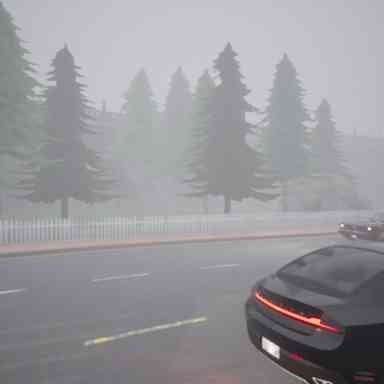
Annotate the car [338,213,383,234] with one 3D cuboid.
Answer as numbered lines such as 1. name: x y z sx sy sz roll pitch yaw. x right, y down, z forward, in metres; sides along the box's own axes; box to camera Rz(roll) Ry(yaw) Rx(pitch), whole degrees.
1. car: 8.978 1.574 14.879 4.718 1.301 1.895 0 0 -19

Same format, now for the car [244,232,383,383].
1. car: 3.076 1.495 4.736 4.892 1.490 1.837 0 0 -25
